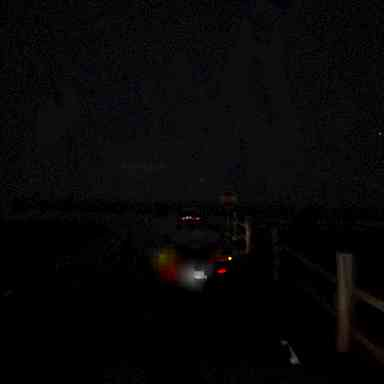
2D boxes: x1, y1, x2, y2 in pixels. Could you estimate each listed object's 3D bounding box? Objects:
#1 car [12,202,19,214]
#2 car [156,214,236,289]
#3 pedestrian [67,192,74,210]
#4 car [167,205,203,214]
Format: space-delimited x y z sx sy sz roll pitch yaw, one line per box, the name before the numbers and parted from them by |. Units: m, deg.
car | -16.621 0.981 27.009 4.553 1.767 2.097 2 3 0
car | 0.098 1.545 9.120 1.812 1.442 4.674 0 0 0
pedestrian | -12.042 0.874 32.947 0.375 1.860 0.375 0 1 0
car | -0.330 1.549 19.547 1.837 1.490 4.892 0 0 -7
